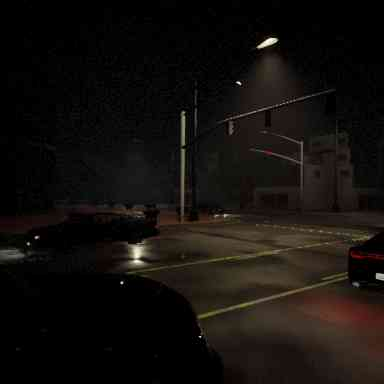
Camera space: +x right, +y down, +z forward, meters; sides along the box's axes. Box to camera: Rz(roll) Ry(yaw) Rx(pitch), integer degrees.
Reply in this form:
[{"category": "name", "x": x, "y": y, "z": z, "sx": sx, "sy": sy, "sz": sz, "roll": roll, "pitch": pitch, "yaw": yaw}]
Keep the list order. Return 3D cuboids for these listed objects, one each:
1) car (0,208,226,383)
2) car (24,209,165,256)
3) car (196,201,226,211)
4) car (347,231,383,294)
[{"category": "car", "x": -2.382, "y": 1.222, "z": 2.045, "sx": 5.566, "sy": 2.045, "sz": 2.150, "roll": 0, "pitch": 0, "yaw": -36}, {"category": "car", "x": -3.973, "y": 1.561, "z": 14.050, "sx": 5.357, "sy": 1.411, "sz": 2.033, "roll": 0, "pitch": 0, "yaw": -35}, {"category": "car", "x": 1.756, "y": 1.656, "z": 36.088, "sx": 1.994, "sy": 1.385, "sz": 4.181, "roll": 1, "pitch": -1, "yaw": -35}, {"category": "car", "x": 5.700, "y": 1.498, "z": 7.843, "sx": 5.008, "sy": 1.535, "sz": 1.882, "roll": 0, "pitch": 0, "yaw": -35}]
